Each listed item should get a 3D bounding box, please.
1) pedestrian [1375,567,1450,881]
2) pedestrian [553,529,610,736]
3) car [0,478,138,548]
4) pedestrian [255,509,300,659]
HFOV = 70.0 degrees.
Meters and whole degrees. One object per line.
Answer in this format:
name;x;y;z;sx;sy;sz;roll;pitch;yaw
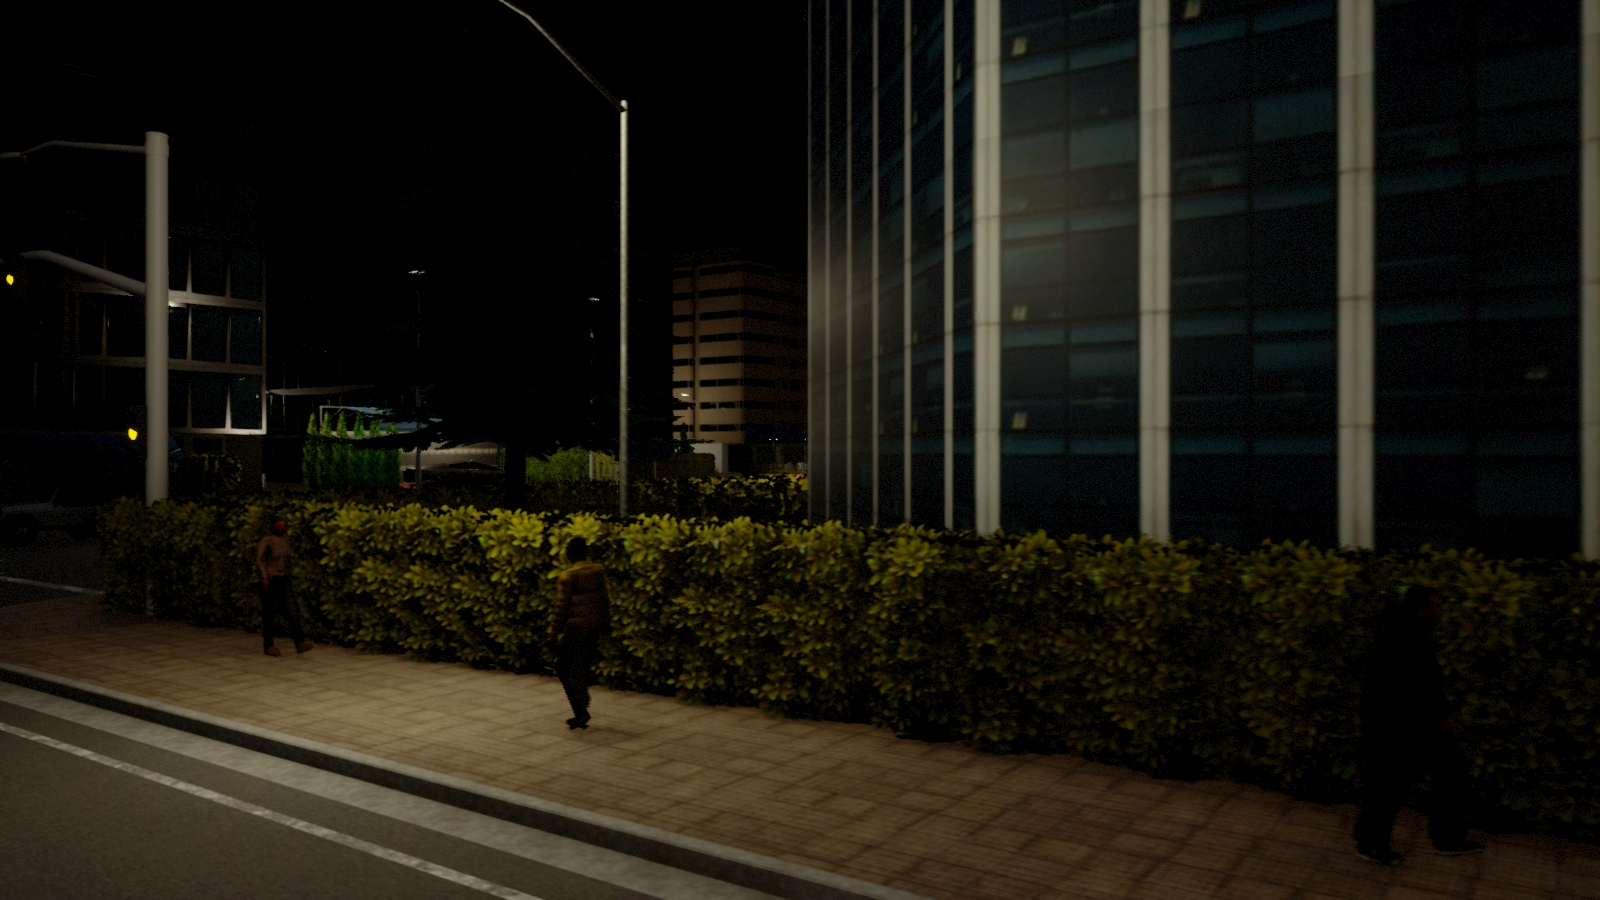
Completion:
pedestrian;3.870;1.696;7.216;0.375;1.860;0.375;0;0;34
pedestrian;-2.052;1.694;10.746;0.375;1.860;0.375;0;0;41
car;-22.598;1.851;34.729;1.905;1.878;3.866;0;0;35
pedestrian;-6.675;1.694;14.594;0.375;1.860;0.375;0;0;30
